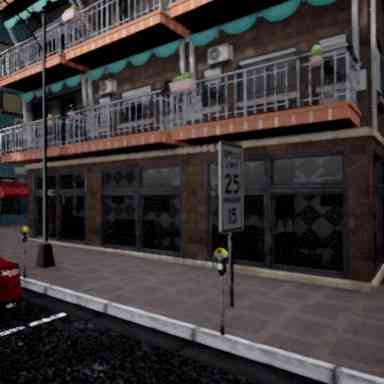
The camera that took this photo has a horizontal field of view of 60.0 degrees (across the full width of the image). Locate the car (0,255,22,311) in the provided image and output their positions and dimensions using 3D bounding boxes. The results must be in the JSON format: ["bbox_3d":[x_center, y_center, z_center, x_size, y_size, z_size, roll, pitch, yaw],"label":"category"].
[{"bbox_3d":[-5.153,1.558,6.562,4.507,1.381,1.887,0,-1,36],"label":"car"}]
